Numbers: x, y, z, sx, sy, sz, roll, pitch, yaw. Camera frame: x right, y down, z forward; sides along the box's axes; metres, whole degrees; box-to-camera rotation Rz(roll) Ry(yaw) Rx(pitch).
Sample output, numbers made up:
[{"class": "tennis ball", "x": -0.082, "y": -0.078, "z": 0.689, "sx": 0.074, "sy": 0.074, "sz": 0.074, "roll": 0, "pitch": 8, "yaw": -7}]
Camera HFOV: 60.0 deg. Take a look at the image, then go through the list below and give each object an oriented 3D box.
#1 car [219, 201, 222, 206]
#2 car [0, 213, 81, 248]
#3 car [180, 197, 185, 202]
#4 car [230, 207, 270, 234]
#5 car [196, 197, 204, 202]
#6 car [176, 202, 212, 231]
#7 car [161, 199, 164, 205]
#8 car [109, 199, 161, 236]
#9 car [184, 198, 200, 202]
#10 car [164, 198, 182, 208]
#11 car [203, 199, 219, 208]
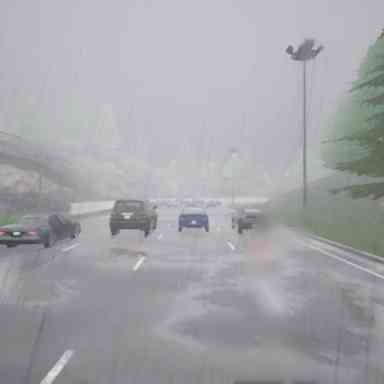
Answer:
[{"class": "car", "x": 4.989, "y": 2.233, "z": 71.367, "sx": 2.033, "sy": 1.411, "sz": 5.357, "roll": 0, "pitch": -1, "yaw": 17}, {"class": "car", "x": -6.899, "y": 1.710, "z": 15.598, "sx": 2.033, "sy": 1.411, "sz": 5.357, "roll": 0, "pitch": -1, "yaw": 0}, {"class": "car", "x": -2.049, "y": 1.956, "z": 72.180, "sx": 2.097, "sy": 1.767, "sz": 4.553, "roll": 0, "pitch": -1, "yaw": 17}, {"class": "car", "x": 3.603, "y": 1.724, "z": 21.038, "sx": 1.837, "sy": 1.490, "sz": 4.892, "roll": 0, "pitch": -1, "yaw": 0}, {"class": "car", "x": 1.355, "y": 1.951, "z": 71.362, "sx": 2.097, "sy": 1.767, "sz": 4.553, "roll": 0, "pitch": -1, "yaw": 17}, {"class": "car", "x": 0.103, "y": 1.712, "z": 22.536, "sx": 1.882, "sy": 1.535, "sz": 5.008, "roll": 0, "pitch": -1, "yaw": 0}, {"class": "car", "x": -6.966, "y": 2.171, "z": 62.171, "sx": 1.812, "sy": 1.442, "sz": 4.674, "roll": 0, "pitch": -1, "yaw": 2}, {"class": "car", "x": -3.398, "y": 1.431, "z": 20.116, "sx": 2.150, "sy": 2.045, "sz": 5.566, "roll": 0, "pitch": -1, "yaw": 0}, {"class": "car", "x": 0.024, "y": 2.239, "z": 61.508, "sx": 1.895, "sy": 1.301, "sz": 4.718, "roll": 0, "pitch": -1, "yaw": 2}, {"class": "car", "x": -3.466, "y": 2.245, "z": 62.110, "sx": 1.895, "sy": 1.301, "sz": 4.718, "roll": 0, "pitch": -1, "yaw": 2}, {"class": "car", "x": 3.524, "y": 2.239, "z": 61.535, "sx": 1.895, "sy": 1.301, "sz": 4.718, "roll": 0, "pitch": -1, "yaw": 2}]
